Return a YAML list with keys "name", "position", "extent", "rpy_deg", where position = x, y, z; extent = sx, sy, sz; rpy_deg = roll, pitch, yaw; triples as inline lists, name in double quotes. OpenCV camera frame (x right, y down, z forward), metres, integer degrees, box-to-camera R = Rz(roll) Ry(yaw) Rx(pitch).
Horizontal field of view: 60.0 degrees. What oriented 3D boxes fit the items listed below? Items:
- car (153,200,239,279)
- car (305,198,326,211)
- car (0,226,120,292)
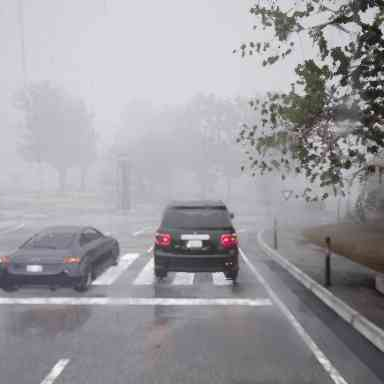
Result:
- name: "car"
  position: [0.166, 1.261, 10.317]
  extent: [2.150, 2.045, 5.566]
  rpy_deg: [0, 0, 2]
- name: "car"
  position: [15.145, 1.493, 40.756]
  extent: [2.128, 1.511, 4.902]
  rpy_deg: [1, 2, 30]
- name: "car"
  position: [-3.320, 1.598, 9.090]
  extent: [1.994, 1.385, 4.181]
  rpy_deg: [0, 0, 1]
